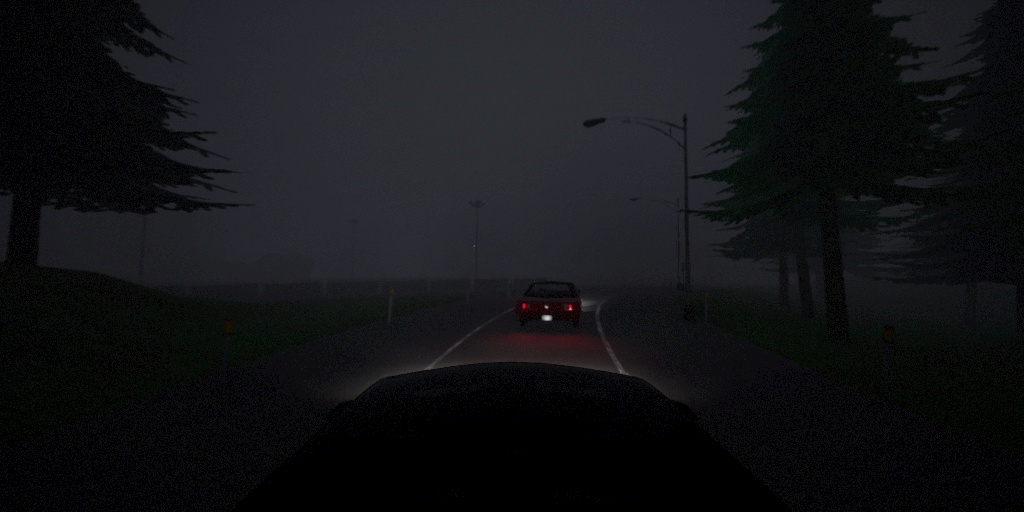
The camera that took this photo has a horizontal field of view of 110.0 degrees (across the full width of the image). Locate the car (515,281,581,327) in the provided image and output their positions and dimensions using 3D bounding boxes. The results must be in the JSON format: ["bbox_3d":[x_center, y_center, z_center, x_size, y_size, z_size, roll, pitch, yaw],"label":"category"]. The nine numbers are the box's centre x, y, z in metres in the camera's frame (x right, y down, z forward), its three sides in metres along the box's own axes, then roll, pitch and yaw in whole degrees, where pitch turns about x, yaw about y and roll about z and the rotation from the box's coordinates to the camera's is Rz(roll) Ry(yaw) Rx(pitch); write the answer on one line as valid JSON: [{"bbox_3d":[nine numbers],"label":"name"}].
[{"bbox_3d":[1.419,1.526,12.400,1.895,1.301,4.718,0,-1,11],"label":"car"}]
